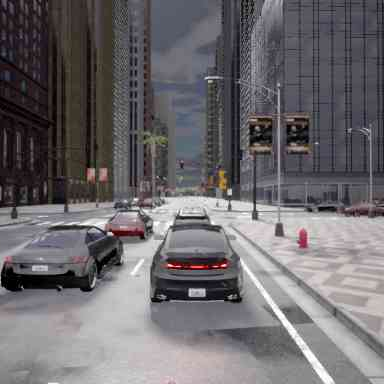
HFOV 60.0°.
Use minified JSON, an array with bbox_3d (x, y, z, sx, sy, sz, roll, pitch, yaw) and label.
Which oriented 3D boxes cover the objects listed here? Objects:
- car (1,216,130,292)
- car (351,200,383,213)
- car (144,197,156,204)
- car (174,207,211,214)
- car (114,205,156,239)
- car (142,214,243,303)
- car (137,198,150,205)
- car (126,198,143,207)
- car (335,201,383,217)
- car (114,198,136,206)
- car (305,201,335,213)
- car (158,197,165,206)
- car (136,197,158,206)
[{"bbox_3d":[-3.170,1.576,8.997,1.994,1.385,4.181,0,0,1],"label":"car"},{"bbox_3d":[20.765,1.644,37.887,4.313,1.339,1.947,0,0,-1],"label":"car"},{"bbox_3d":[-9.875,1.991,78.358,2.033,1.411,5.357,0,0,0],"label":"car"},{"bbox_3d":[0.022,1.530,17.543,2.128,1.511,4.902,0,0,0],"label":"car"},{"bbox_3d":[-3.177,1.602,17.396,1.994,1.385,4.181,0,0,0],"label":"car"},{"bbox_3d":[0.088,1.515,8.222,1.837,1.490,4.892,0,0,0],"label":"car"},{"bbox_3d":[-9.862,1.927,67.764,1.994,1.385,4.181,0,0,1],"label":"car"},{"bbox_3d":[-9.923,1.779,57.878,2.128,1.511,4.902,0,0,0],"label":"car"},{"bbox_3d":[15.270,1.577,29.267,4.206,1.307,1.802,0,0,-1],"label":"car"},{"bbox_3d":[-9.926,1.768,48.324,2.033,1.411,5.357,0,0,0],"label":"car"},{"bbox_3d":[15.126,1.663,37.791,4.313,1.339,1.947,0,0,-1],"label":"car"},{"bbox_3d":[-6.665,1.655,60.091,2.097,1.767,4.553,0,0,0],"label":"car"},{"bbox_3d":[-6.675,1.710,50.053,1.882,1.535,5.008,0,0,0],"label":"car"}]
